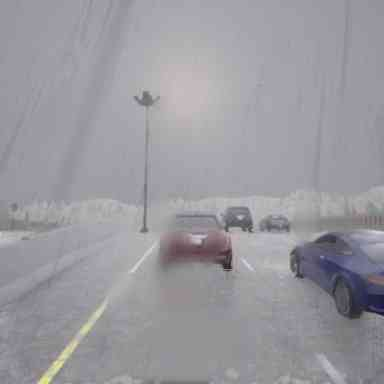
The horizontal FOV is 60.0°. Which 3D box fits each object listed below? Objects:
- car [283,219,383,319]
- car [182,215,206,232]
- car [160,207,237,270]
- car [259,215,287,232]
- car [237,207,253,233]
[{"bbox_3d":[3.612,1.549,7.271,1.812,1.442,4.674,0,-1,0],"label":"car"},{"bbox_3d":[0.160,2.804,29.148,1.994,1.385,4.181,0,-6,0],"label":"car"},{"bbox_3d":[0.121,1.445,11.371,2.097,1.767,4.553,0,-2,0],"label":"car"},{"bbox_3d":[7.160,2.759,29.264,2.128,1.511,4.902,0,-6,0],"label":"car"},{"bbox_3d":[3.657,2.332,27.791,2.150,2.045,5.566,0,-6,0],"label":"car"}]
